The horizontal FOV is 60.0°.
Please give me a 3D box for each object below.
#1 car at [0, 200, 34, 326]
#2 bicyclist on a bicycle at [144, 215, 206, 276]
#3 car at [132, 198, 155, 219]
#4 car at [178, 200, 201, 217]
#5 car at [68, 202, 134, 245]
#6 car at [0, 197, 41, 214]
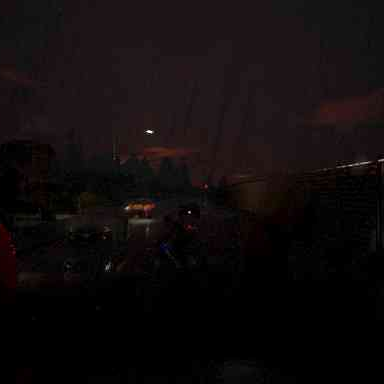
[{"bbox_3d":[-4.125,1.221,3.608,2.150,2.045,5.566,0,0,-1],"label":"car"},{"bbox_3d":[-0.469,1.443,8.874,1.656,1.620,0.582,-2,0,1],"label":"bicyclist on a bicycle"},{"bbox_3d":[-4.381,1.351,28.530,2.097,1.767,4.553,0,0,0],"label":"car"},{"bbox_3d":[-0.237,1.504,31.063,1.837,1.490,4.892,0,0,-1],"label":"car"},{"bbox_3d":[-4.259,1.477,15.854,1.882,1.535,5.008,0,0,-1],"label":"car"},{"bbox_3d":[-14.869,1.173,28.344,3.633,1.501,1.845,0,0,-3],"label":"car"}]
